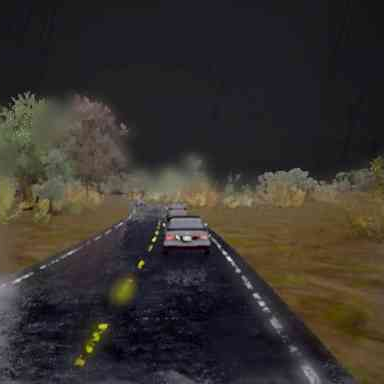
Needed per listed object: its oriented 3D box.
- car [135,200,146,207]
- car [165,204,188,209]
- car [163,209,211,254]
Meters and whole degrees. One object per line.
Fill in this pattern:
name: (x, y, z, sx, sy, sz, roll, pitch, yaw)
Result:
car: (-10.275, 2.199, 66.598, 1.994, 1.385, 4.181, 0, -1, -12)
car: (-1.340, 1.772, 29.424, 2.128, 1.511, 4.902, 0, 0, -5)
car: (-0.278, 1.682, 14.088, 2.033, 1.411, 5.357, 0, -1, -2)
